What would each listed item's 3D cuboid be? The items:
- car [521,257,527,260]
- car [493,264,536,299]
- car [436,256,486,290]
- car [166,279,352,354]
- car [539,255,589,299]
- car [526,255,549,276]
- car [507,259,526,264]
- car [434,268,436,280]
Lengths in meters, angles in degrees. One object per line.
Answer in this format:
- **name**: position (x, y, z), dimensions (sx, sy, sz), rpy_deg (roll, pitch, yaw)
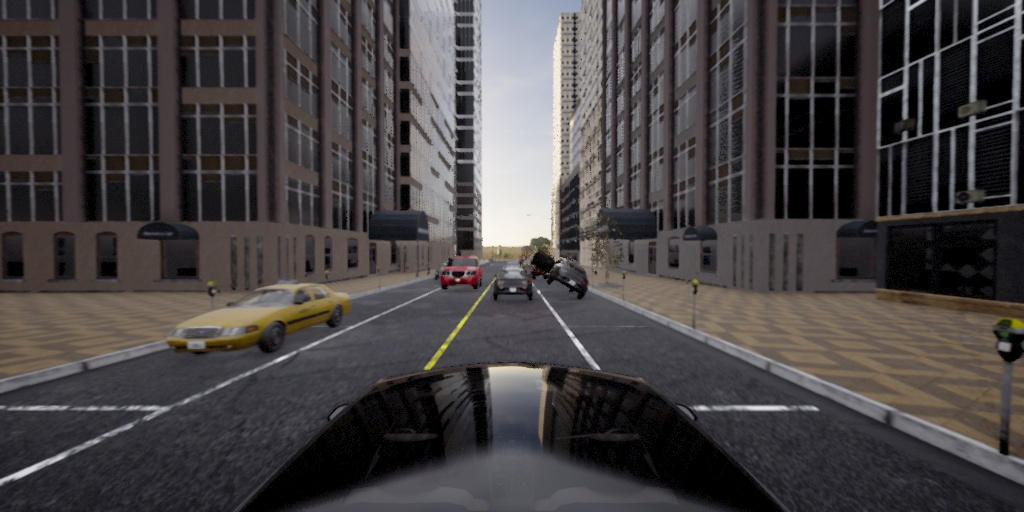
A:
- **car**: position (2.701, 1.328, 60.215), dimensions (1.751, 1.417, 4.829), rpy_deg (0, 0, 0)
- **car**: position (0.053, 1.322, 17.940), dimensions (1.812, 1.442, 4.674), rpy_deg (0, 0, 0)
- **car**: position (-3.089, 1.001, 23.061), dimensions (2.150, 2.045, 5.566), rpy_deg (0, 0, 0)
- **car**: position (-5.673, 1.286, 8.863), dimensions (1.751, 1.417, 4.829), rpy_deg (0, 0, 0)
- **car**: position (2.785, 0.997, 18.095), dimensions (1.812, 1.442, 4.674), rpy_deg (30, 1, 1)
- **car**: position (2.697, 1.105, 31.670), dimensions (2.192, 1.841, 5.009), rpy_deg (0, 0, 0)
- **car**: position (0.106, 1.343, 38.196), dimensions (2.033, 1.411, 5.357), rpy_deg (0, 0, 0)
- **car**: position (-5.685, 1.341, 31.729), dimensions (2.007, 1.370, 4.403), rpy_deg (0, 0, 0)
